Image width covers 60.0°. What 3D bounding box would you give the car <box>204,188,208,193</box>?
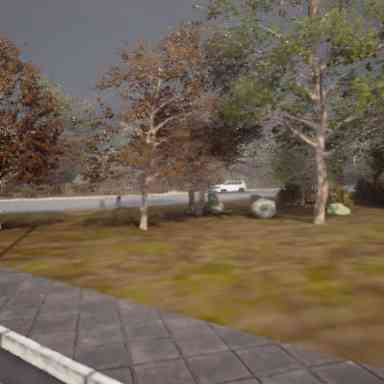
[{"bbox_3d":[3.661,-0.506,55.636,4.181,1.385,1.994,-3,3,-26],"label":"car"}]

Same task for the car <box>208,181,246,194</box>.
[{"bbox_3d":[5.961,-0.766,52.871,5.566,2.045,2.150,-2,3,-26],"label":"car"}]
